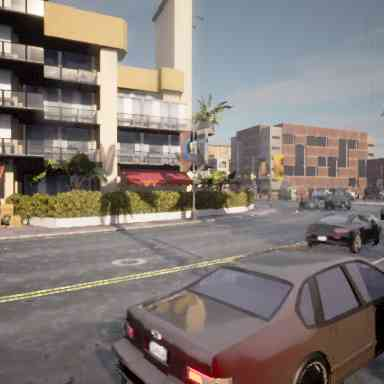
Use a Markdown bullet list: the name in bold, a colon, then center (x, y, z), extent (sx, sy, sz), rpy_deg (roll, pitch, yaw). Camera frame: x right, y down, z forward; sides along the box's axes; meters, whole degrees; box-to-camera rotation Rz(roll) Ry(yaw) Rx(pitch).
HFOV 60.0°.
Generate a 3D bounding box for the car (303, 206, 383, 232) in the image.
- **car**: center (6.339, 1.519, 13.748), extent (1.812, 1.442, 4.674), rpy_deg (0, 0, 44)

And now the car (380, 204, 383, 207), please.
- **car**: center (17.114, 1.552, 28.271), extent (1.994, 1.385, 4.181), rpy_deg (0, 0, 29)

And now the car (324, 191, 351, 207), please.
- **car**: center (18.584, 1.296, 42.701), extent (2.150, 2.045, 5.566), rpy_deg (0, 0, 9)

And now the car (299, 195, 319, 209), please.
- **car**: center (15.131, 1.509, 43.274), extent (2.128, 1.511, 4.902), rpy_deg (0, 0, 9)

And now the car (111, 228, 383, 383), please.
- **car**: center (1.634, 1.545, 4.716), extent (5.357, 1.411, 2.033), rpy_deg (0, 0, -39)
